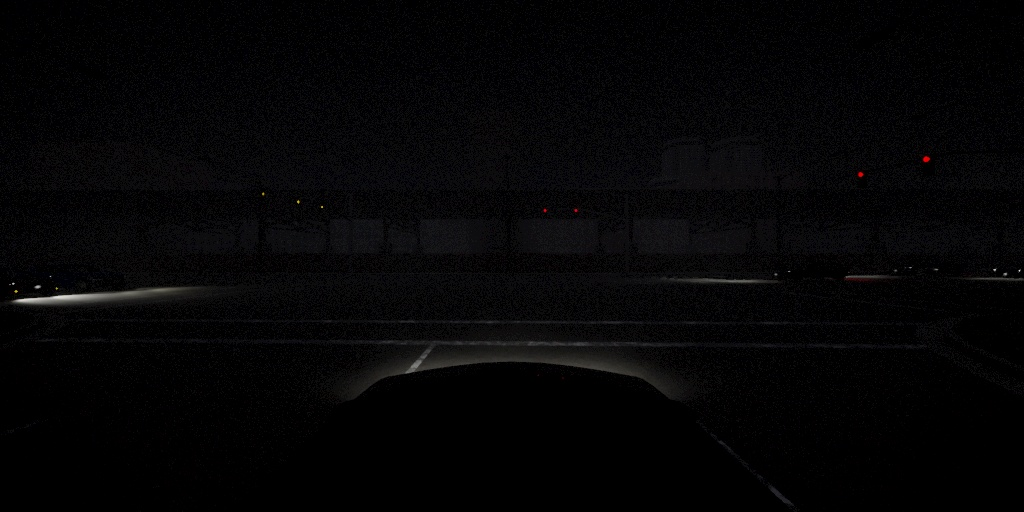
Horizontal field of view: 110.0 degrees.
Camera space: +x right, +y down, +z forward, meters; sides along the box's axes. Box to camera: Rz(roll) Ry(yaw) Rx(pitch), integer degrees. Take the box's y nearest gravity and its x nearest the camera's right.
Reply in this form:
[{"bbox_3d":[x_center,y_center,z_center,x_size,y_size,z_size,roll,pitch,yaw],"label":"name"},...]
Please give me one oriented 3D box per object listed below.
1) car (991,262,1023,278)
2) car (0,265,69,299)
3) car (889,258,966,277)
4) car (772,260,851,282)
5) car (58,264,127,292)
[{"bbox_3d":[38.708,0.904,26.128,5.357,1.411,2.033,-1,0,2],"label":"car"},{"bbox_3d":[-24.557,1.295,17.113,4.181,1.385,1.994,0,0,2],"label":"car"},{"bbox_3d":[34.361,0.913,29.745,4.902,1.511,2.128,-1,0,2],"label":"car"},{"bbox_3d":[22.064,1.066,26.566,4.902,1.511,2.128,-1,0,1],"label":"car"},{"bbox_3d":[-25.197,1.203,20.633,5.008,1.535,1.882,0,0,2],"label":"car"}]
